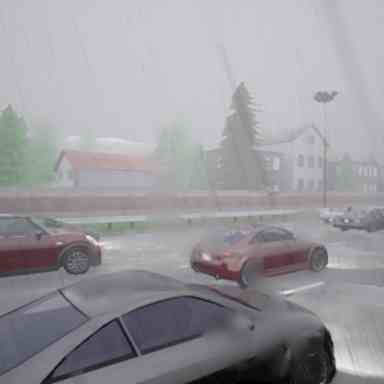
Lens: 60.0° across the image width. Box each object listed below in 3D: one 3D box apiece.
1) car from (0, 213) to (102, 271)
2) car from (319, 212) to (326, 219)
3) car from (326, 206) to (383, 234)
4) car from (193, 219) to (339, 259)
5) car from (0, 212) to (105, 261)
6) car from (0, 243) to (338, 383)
[{"bbox_3d":[-4.790,1.359,8.928,4.553,1.767,2.097,0,0,-36],"label":"car"},{"bbox_3d":[11.756,1.740,25.033,4.718,1.301,1.895,0,0,-36],"label":"car"},{"bbox_3d":[10.629,1.664,19.929,5.357,1.411,2.033,0,0,-36],"label":"car"},{"bbox_3d":[2.005,1.605,9.476,4.181,1.385,1.994,0,0,-36],"label":"car"},{"bbox_3d":[-5.684,1.579,12.588,4.181,1.385,1.994,0,0,-36],"label":"car"},{"bbox_3d":[-0.355,1.573,3.493,4.181,1.385,1.994,0,0,-36],"label":"car"}]
